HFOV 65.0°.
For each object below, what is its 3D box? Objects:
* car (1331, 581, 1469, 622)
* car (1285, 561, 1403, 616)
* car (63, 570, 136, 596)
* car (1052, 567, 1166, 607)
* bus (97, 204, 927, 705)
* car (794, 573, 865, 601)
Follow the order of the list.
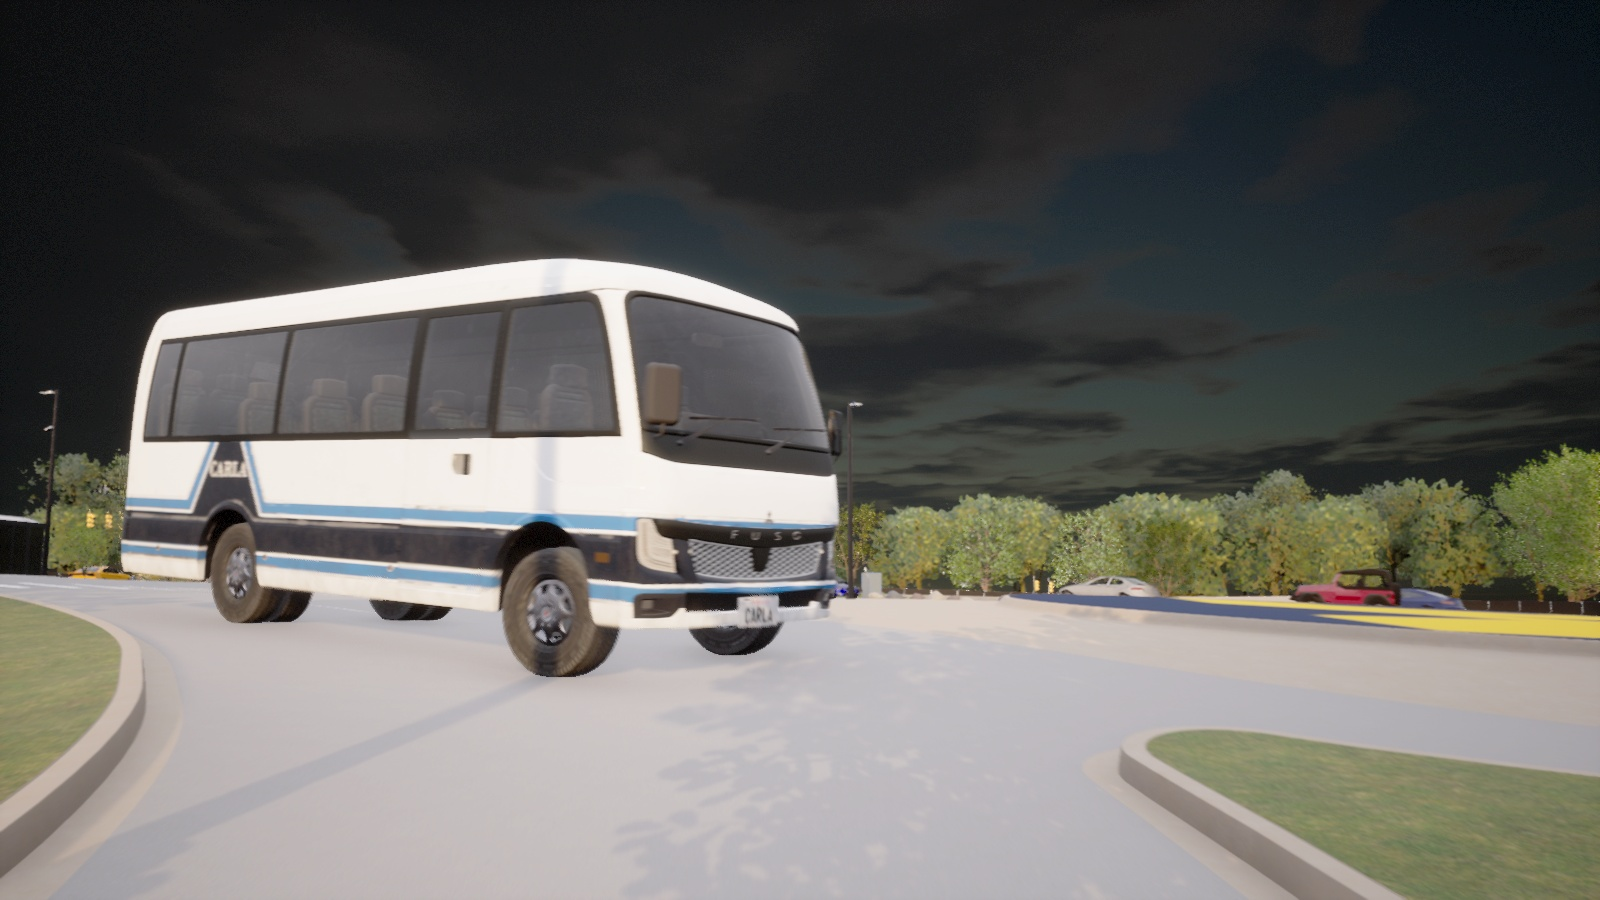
[{"bbox_3d":[24.206,6.141,50.789,1.812,1.442,4.674,12,-13,-43],"label":"car"},{"bbox_3d":[20.282,5.188,47.007,3.866,1.878,1.905,0,-7,18],"label":"car"},{"bbox_3d":[-44.069,8.398,79.122,1.882,1.535,5.008,0,-6,-2],"label":"car"},{"bbox_3d":[14.887,6.626,60.787,2.152,1.651,5.027,8,-8,-39],"label":"car"},{"bbox_3d":[-3.958,0.186,15.286,10.273,4.253,3.944,-1,-4,37],"label":"bus"},{"bbox_3d":[1.604,7.675,70.422,1.816,1.474,4.193,4,-7,-36],"label":"car"}]
